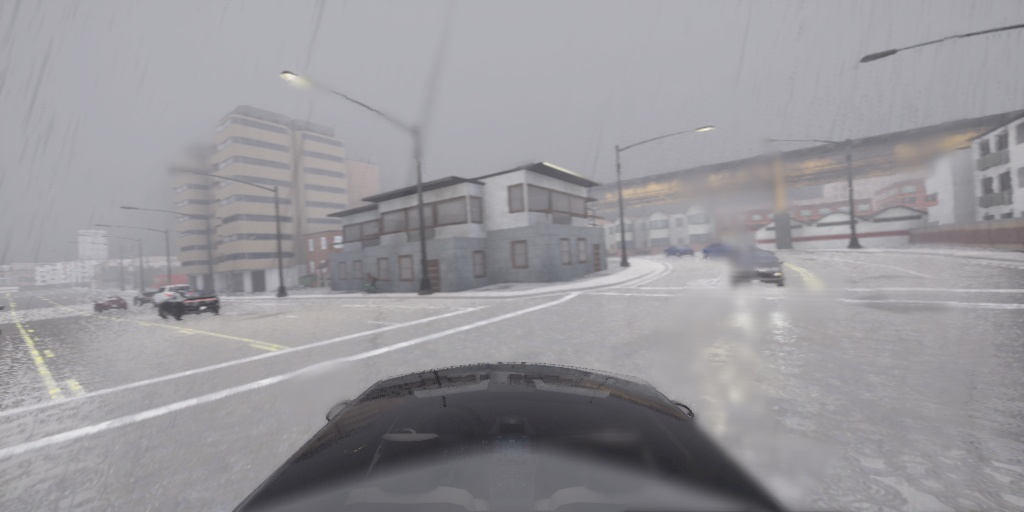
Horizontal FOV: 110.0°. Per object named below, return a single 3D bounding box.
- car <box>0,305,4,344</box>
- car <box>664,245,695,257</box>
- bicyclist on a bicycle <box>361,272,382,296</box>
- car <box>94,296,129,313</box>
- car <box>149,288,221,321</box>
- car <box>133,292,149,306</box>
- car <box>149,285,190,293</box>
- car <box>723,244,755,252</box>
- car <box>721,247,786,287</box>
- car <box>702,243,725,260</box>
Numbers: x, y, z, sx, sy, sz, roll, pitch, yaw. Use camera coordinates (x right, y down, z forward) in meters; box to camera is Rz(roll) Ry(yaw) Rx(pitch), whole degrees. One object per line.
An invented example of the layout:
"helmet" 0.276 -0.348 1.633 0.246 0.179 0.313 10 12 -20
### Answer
"car" -22.352 2.668 14.345 5.566 2.045 2.150 -5 -1 35
"car" 20.805 -0.676 44.751 1.882 1.535 5.008 -4 0 -1
"bicyclist on a bicycle" -10.123 1.993 25.796 0.582 1.620 1.656 -5 -2 35
"car" -39.541 4.686 35.316 4.674 1.442 1.812 -4 -1 35
"car" -18.283 2.723 20.295 4.902 1.511 2.128 -5 -1 35
"car" -41.635 4.863 40.988 4.892 1.490 1.837 -4 -1 35
"car" -32.906 3.885 34.851 5.566 2.045 2.150 -5 -1 36
"car" 16.389 0.001 25.060 1.994 1.385 4.181 -4 1 25
"car" 10.917 0.497 15.981 2.033 1.411 5.357 -4 1 35
"car" 19.795 -0.486 34.433 1.882 1.535 5.008 -4 1 14
